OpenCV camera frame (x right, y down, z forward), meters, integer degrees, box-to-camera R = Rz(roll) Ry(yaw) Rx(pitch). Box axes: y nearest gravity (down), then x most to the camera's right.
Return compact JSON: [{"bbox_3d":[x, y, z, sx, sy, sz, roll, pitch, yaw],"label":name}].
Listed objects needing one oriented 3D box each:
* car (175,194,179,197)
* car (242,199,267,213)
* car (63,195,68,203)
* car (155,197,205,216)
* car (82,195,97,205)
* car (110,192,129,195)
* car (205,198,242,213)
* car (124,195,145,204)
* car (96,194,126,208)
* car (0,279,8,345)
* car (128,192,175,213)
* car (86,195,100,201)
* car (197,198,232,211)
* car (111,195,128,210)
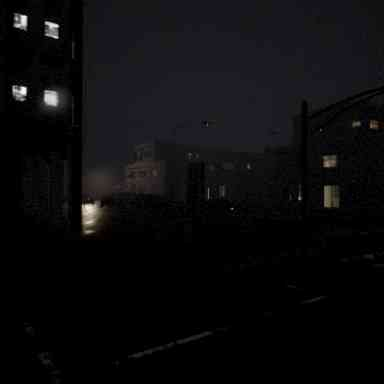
[{"bbox_3d":[-3.681,1.148,48.402,2.192,1.841,5.009,1,0,-35],"label":"car"},{"bbox_3d":[5.660,1.428,34.873,1.752,1.417,4.829,1,0,-35],"label":"car"},{"bbox_3d":[-23.166,1.272,61.866,1.947,1.339,4.313,1,0,-35],"label":"car"},{"bbox_3d":[-1.141,1.413,29.973,2.008,1.369,4.403,1,0,-35],"label":"car"},{"bbox_3d":[-16.777,1.274,52.614,1.752,1.417,4.829,1,0,-35],"label":"car"},{"bbox_3d":[-10.883,1.008,54.208,2.150,2.045,5.566,0,0,-34],"label":"car"},{"bbox_3d":[2.592,1.387,34.747,1.837,1.490,4.892,0,0,-35],"label":"car"},{"bbox_3d":[-10.072,1.314,57.654,1.752,1.417,4.829,1,0,-35],"label":"car"},{"bbox_3d":[-10.580,1.337,43.641,1.887,1.381,4.507,1,0,-35],"label":"car"},{"bbox_3d":[-4.405,1.551,3.412,4.403,1.369,2.008,0,0,-36],"label":"car"},{"bbox_3d":[-4.285,1.153,34.530,2.192,1.841,5.009,1,0,-35],"label":"car"},{"bbox_3d":[-22.561,1.272,75.739,1.947,1.339,4.313,1,0,-35],"label":"car"},{"bbox_3d":[2.610,1.461,39.290,1.802,1.307,4.206,1,0,-35],"label":"car"},{"bbox_3d":[-7.434,1.366,39.086,2.008,1.369,4.403,1,0,-35],"label":"car"}]
